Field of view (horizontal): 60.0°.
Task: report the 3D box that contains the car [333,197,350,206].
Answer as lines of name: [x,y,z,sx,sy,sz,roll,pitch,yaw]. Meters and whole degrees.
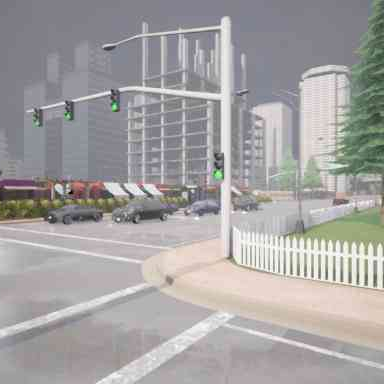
car: [24.103,1.478,53.649,1.882,1.535,5.008,0,0,34]

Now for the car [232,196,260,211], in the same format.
car: [6.696,1.505,40.759,1.837,1.490,4.892,0,0,34]

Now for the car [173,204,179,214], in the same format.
car: [-3.423,1.547,32.076,2.033,1.411,5.357,0,0,34]

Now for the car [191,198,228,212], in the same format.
car: [2.223,1.547,40.411,2.033,1.411,5.357,0,0,34]

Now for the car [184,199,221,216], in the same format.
car: [1.060,1.526,32.433,1.812,1.442,4.674,0,0,34]

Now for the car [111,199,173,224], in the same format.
car: [-3.892,1.352,25.140,2.097,1.767,4.553,0,0,34]

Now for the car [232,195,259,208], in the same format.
car: [7.927,1.352,48.764,2.097,1.767,4.553,0,0,35]

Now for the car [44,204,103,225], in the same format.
car: [-8.606,1.564,24.422,1.994,1.385,4.181,0,0,34]
